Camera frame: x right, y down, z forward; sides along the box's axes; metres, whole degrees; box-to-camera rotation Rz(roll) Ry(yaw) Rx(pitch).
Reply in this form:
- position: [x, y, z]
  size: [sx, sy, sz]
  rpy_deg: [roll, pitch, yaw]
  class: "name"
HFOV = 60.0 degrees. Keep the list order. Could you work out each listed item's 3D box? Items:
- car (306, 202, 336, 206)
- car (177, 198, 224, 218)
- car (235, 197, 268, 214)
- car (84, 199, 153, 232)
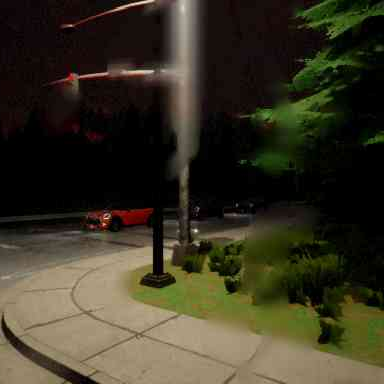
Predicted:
- position: [16.413, 1.195, 42.900]
  size: [2.150, 2.045, 5.566]
  rpy_deg: [0, 0, 36]
  class: "car"
- position: [0.789, 1.325, 27.335]
  size: [2.097, 1.767, 4.553]
  rpy_deg: [0, 0, 35]
  class: "car"
- position: [6.377, 1.325, 35.330]
  size: [2.097, 1.767, 4.553]
  rpy_deg: [0, 0, 36]
  class: "car"
- position: [-4.223, 1.325, 20.087]
  size: [2.097, 1.767, 4.553]
  rpy_deg: [0, 0, 35]
  class: "car"
